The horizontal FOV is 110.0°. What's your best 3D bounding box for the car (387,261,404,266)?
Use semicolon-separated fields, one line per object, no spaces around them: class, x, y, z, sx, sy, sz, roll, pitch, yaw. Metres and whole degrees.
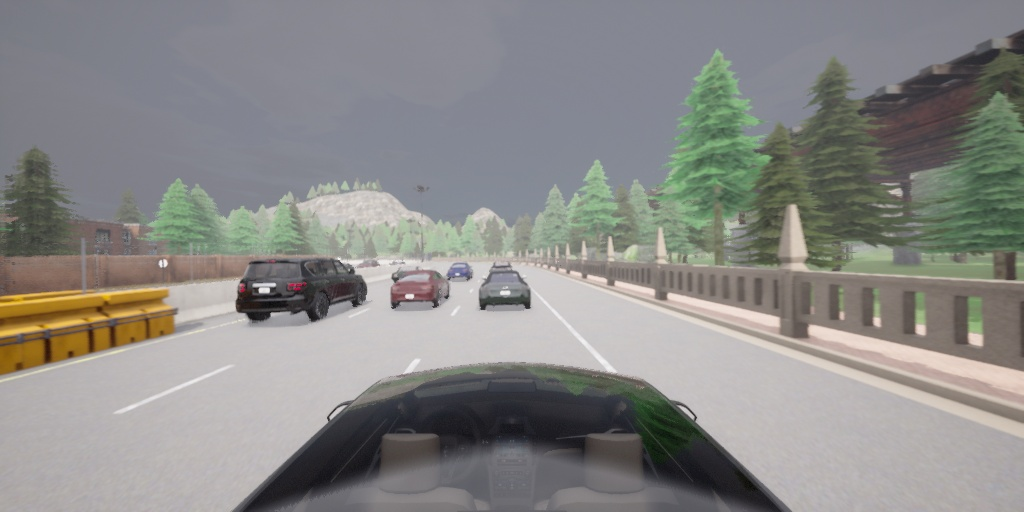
car;-15.875;1.398;49.600;2.128;1.511;4.902;-1;0;-4

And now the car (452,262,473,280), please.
car;-4.359;1.266;30.502;1.812;1.442;4.674;-1;0;-2

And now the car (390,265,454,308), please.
car;-3.824;1.306;15.407;1.812;1.442;4.674;-1;0;-2

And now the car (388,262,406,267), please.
car;-7.781;1.418;27.938;1.895;1.301;4.718;-1;0;-2

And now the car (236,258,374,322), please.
car;-7.259;1.078;13.077;2.150;2.045;5.566;-1;0;-2

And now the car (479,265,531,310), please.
car;-0.299;1.275;14.729;1.994;1.385;4.181;-1;0;-2

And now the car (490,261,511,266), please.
car;-0.832;1.165;29.642;2.128;1.511;4.902;-1;0;-2

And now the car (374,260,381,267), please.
car;-19.312;1.328;48.473;2.097;1.767;4.553;-1;0;-4
